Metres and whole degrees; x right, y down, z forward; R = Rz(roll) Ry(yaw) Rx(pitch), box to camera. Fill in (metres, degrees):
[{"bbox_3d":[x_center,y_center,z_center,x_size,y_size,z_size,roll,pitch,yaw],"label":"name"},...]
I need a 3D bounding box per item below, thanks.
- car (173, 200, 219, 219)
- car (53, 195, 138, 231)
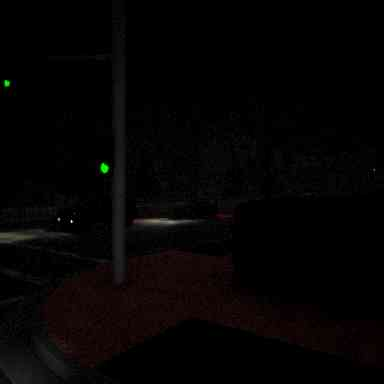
[{"bbox_3d":[0.393,1.478,29.389,1.882,1.535,5.008,0,0,39],"label":"car"},{"bbox_3d":[-5.968,1.221,21.371,2.150,2.045,5.566,0,0,38],"label":"car"}]
